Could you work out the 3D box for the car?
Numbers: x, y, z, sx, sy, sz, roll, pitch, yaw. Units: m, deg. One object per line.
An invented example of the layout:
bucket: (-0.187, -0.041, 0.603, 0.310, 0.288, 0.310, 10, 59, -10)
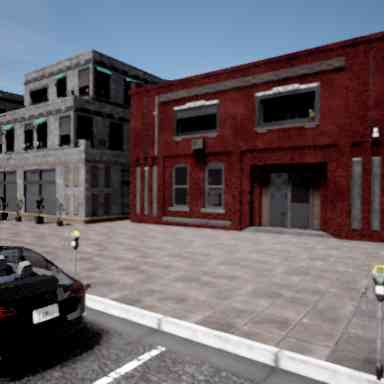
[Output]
car: (-3.522, 1.555, 5.383, 4.313, 1.339, 1.947, 0, 1, 36)
